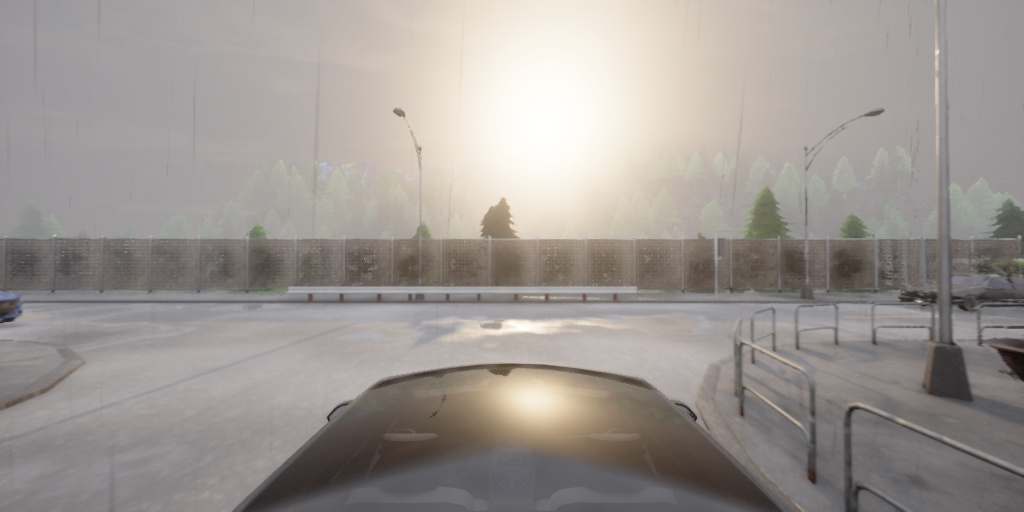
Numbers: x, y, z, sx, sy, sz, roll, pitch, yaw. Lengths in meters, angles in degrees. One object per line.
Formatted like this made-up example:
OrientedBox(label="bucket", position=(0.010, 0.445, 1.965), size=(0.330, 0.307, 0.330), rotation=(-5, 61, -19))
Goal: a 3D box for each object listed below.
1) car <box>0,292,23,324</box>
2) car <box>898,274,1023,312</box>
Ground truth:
OrientedBox(label="car", position=(-17.473, 1.324, 10.385), size=(5.008, 1.535, 1.882), rotation=(0, -1, 0))
OrientedBox(label="car", position=(19.267, 1.454, 14.638), size=(5.357, 1.411, 2.033), rotation=(0, -1, 0))
